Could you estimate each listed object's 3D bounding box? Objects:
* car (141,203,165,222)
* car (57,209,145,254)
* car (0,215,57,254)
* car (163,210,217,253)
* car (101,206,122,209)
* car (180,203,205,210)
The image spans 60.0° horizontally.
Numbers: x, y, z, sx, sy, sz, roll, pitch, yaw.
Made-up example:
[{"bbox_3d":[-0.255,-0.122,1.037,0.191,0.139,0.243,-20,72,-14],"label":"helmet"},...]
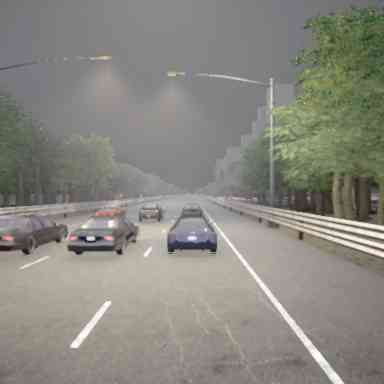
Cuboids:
[{"bbox_3d":[-3.484,1.751,29.291,2.128,1.511,4.902,0,0,0],"label":"car"},{"bbox_3d":[-3.492,1.676,13.988,2.033,1.411,5.357,0,0,0],"label":"car"},{"bbox_3d":[-6.992,1.676,13.989,2.033,1.411,5.357,0,0,0],"label":"car"},{"bbox_3d":[0.012,1.696,14.306,1.994,1.385,4.181,0,0,0],"label":"car"},{"bbox_3d":[-6.986,1.858,29.106,1.895,1.301,4.718,0,0,0],"label":"car"},{"bbox_3d":[0.017,1.766,29.296,1.837,1.490,4.892,0,0,0],"label":"car"}]
